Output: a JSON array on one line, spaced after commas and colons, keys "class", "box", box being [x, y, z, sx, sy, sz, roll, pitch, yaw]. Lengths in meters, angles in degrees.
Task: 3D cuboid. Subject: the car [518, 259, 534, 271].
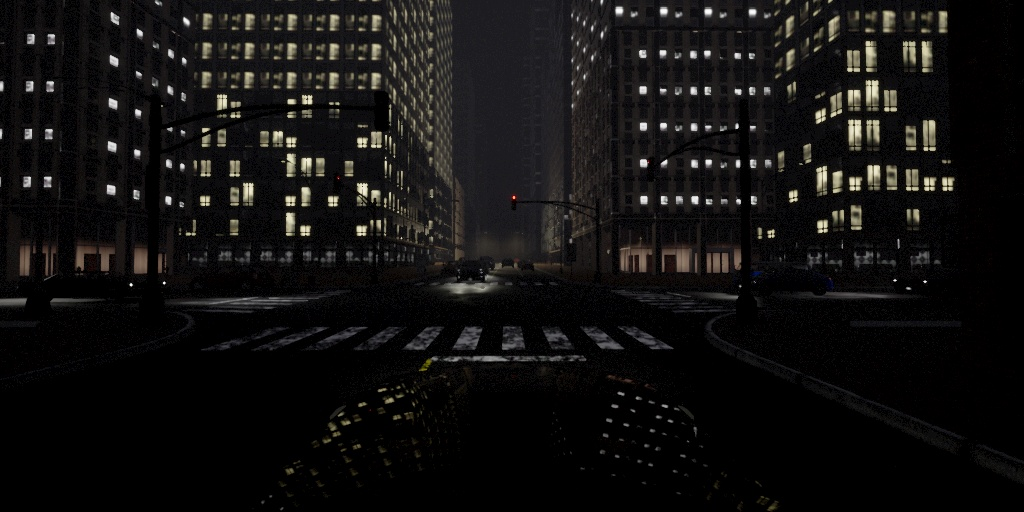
[{"class": "car", "box": [2.066, 1.350, 48.376, 1.802, 1.307, 4.207, 0, 0, -1]}]

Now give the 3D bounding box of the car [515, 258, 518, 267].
[{"class": "car", "box": [1.914, 1.297, 59.701, 1.751, 1.417, 4.829, 0, 0, -1]}]

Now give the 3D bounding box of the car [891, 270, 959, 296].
[{"class": "car", "box": [23.566, 1.434, 19.343, 4.718, 1.301, 1.895, 0, -1, -1]}]

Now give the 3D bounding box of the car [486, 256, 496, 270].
[{"class": "car", "box": [-3.760, 0.992, 51.984, 2.150, 2.045, 5.566, 0, 0, -1]}]

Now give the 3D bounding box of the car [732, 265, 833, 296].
[{"class": "car", "box": [14.522, 1.342, 19.239, 4.674, 1.442, 1.812, 0, -1, -2]}]

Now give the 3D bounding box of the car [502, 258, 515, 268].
[{"class": "car", "box": [-0.723, 1.126, 63.415, 2.097, 1.767, 4.553, 0, 0, -1]}]

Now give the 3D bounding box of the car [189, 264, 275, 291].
[{"class": "car", "box": [-16.757, 1.255, 21.472, 4.097, 1.591, 1.967, 0, 0, -1]}]

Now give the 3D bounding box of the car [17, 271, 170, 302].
[{"class": "car", "box": [-18.065, 1.301, 15.680, 4.718, 1.301, 1.895, 0, -1, -1]}]

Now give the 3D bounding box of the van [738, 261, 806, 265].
[{"class": "van", "box": [15.715, 1.210, 21.835, 3.998, 1.789, 1.690, 0, 0, -1]}]

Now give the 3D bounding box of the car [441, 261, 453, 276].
[{"class": "car", "box": [-6.163, 1.203, 37.052, 1.967, 1.591, 4.097, 0, 0, -1]}]

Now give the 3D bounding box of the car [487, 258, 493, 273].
[{"class": "car", "box": [-3.624, 1.257, 41.041, 2.128, 1.511, 4.902, 0, 0, -1]}]

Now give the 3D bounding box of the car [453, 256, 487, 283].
[{"class": "car", "box": [-3.183, 1.112, 28.191, 2.097, 1.767, 4.553, 0, 0, -4]}]

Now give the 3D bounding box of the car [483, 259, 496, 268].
[{"class": "car", "box": [-3.867, 1.278, 62.439, 1.837, 1.490, 4.892, 0, 0, 0]}]
